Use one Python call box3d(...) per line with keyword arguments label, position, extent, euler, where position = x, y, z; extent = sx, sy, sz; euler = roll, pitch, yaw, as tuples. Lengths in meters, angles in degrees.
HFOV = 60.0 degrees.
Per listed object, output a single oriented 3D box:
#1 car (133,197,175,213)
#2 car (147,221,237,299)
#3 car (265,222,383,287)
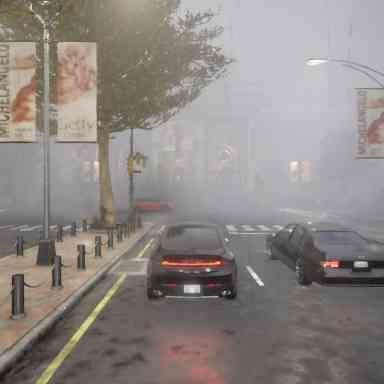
box3d(label="car", position=(-4.168, 1.352, 35.955), extent=(4.553, 1.767, 2.097), euler=(0, 0, 0))
box3d(label="car", position=(-0.003, 1.505, 8.436), extent=(1.837, 1.490, 4.892), euler=(0, 0, 0))
box3d(label="car", position=(3.496, 1.547, 9.400), extent=(2.033, 1.411, 5.357), euler=(0, 0, 0))
